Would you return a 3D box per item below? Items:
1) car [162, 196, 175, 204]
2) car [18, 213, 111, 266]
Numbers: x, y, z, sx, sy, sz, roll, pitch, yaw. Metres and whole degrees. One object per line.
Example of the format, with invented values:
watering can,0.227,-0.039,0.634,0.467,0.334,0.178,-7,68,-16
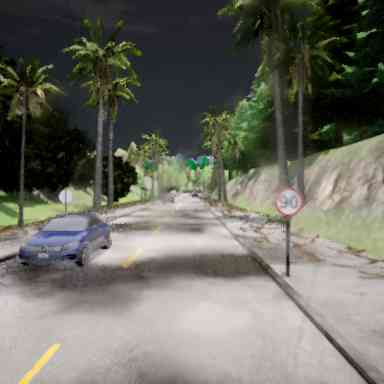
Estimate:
car,-4.051,1.411,58.323,1.994,1.385,4.181,0,0,1
car,-4.099,1.495,11.504,1.812,1.442,4.674,0,0,0
